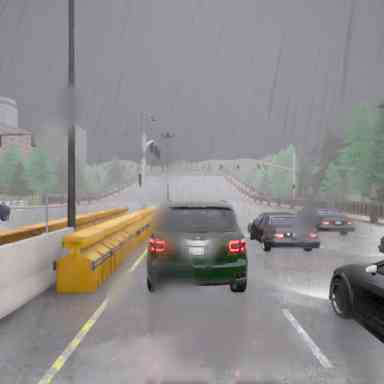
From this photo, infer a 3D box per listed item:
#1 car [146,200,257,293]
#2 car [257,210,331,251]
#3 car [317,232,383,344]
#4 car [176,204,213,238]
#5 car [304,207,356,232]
[{"bbox_3d":[0.110,1.222,9.030,2.150,2.045,5.566,0,0,0],"label":"car"},{"bbox_3d":[3.615,1.547,13.990,2.033,1.411,5.357,0,0,0],"label":"car"},{"bbox_3d":[3.608,1.564,4.715,1.994,1.385,4.181,0,0,0],"label":"car"},{"bbox_3d":[0.119,1.505,18.881,1.837,1.490,4.892,0,0,0],"label":"car"},{"bbox_3d":[7.116,1.547,18.654,2.033,1.411,5.357,0,0,0],"label":"car"}]
